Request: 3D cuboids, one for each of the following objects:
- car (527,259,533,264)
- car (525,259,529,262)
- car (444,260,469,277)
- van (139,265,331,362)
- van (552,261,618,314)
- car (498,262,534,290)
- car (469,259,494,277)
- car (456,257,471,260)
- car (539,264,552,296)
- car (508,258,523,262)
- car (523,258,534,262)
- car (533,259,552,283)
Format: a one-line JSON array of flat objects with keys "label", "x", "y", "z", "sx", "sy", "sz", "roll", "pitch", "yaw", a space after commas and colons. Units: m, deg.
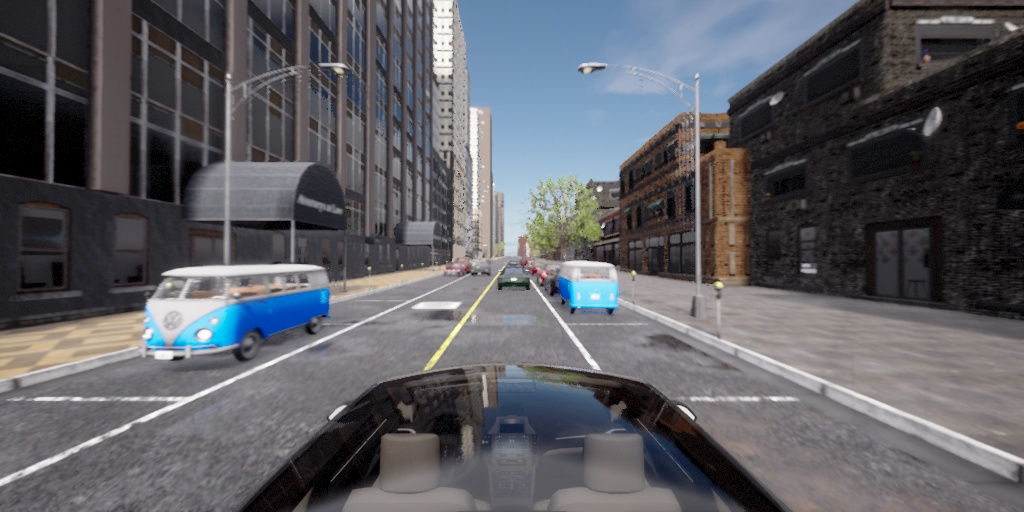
[{"label": "car", "x": 2.710, "y": 1.295, "z": 35.680, "sx": 1.888, "sy": 1.381, "sz": 4.507, "roll": 0, "pitch": 0, "yaw": 0}, {"label": "car", "x": 2.712, "y": 1.329, "z": 41.225, "sx": 1.802, "sy": 1.307, "sz": 4.207, "roll": 0, "pitch": 0, "yaw": 0}, {"label": "car", "x": -5.671, "y": 1.333, "z": 35.682, "sx": 1.802, "sy": 1.307, "sz": 4.207, "roll": 0, "pitch": 0, "yaw": 0}, {"label": "van", "x": -5.685, "y": 1.094, "z": 7.950, "sx": 1.690, "sy": 1.789, "sz": 3.998, "roll": 0, "pitch": 0, "yaw": 0}, {"label": "van", "x": 2.698, "y": 1.093, "z": 13.493, "sx": 1.690, "sy": 1.789, "sz": 3.998, "roll": 0, "pitch": 0, "yaw": 0}, {"label": "car", "x": 0.113, "y": 1.317, "z": 22.825, "sx": 1.994, "sy": 1.385, "sz": 4.181, "roll": 0, "pitch": 0, "yaw": 0}, {"label": "car", "x": -3.015, "y": 1.298, "z": 36.355, "sx": 2.033, "sy": 1.411, "sz": 5.357, "roll": 0, "pitch": 0, "yaw": 1}, {"label": "car", "x": -5.668, "y": 1.063, "z": 41.228, "sx": 2.192, "sy": 1.841, "sz": 5.009, "roll": 0, "pitch": 0, "yaw": 0}, {"label": "car", "x": 2.701, "y": 1.319, "z": 19.040, "sx": 1.948, "sy": 1.339, "sz": 4.313, "roll": 0, "pitch": 0, "yaw": 0}, {"label": "car", "x": 0.123, "y": 1.271, "z": 44.633, "sx": 1.812, "sy": 1.442, "sz": 4.674, "roll": 0, "pitch": 0, "yaw": 0}, {"label": "car", "x": 2.715, "y": 1.269, "z": 46.941, "sx": 1.751, "sy": 1.417, "sz": 4.829, "roll": 0, "pitch": 0, "yaw": 0}, {"label": "car", "x": 2.704, "y": 1.192, "z": 24.586, "sx": 1.967, "sy": 1.591, "sz": 4.097, "roll": 0, "pitch": 0, "yaw": 0}]
